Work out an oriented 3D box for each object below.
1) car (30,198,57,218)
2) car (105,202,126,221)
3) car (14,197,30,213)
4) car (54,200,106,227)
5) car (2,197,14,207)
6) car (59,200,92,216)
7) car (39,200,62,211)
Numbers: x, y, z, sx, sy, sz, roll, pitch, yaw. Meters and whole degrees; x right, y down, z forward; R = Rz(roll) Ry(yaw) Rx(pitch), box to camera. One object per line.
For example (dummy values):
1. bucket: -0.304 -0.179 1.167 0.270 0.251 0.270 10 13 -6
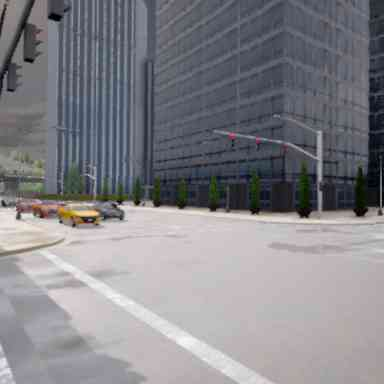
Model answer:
1. car: -13.605 1.495 31.679 2.097 1.767 4.553 1 0 -36
2. car: -7.496 1.686 29.198 1.837 1.490 4.892 1 0 -36
3. car: -19.449 1.498 39.754 2.097 1.767 4.553 1 -1 -36
4. car: -8.294 1.620 24.333 1.882 1.535 5.008 1 0 -36
5. car: -28.713 1.529 52.701 2.097 1.767 4.553 1 0 -36
6. car: -12.862 1.674 36.613 2.128 1.511 4.902 1 0 -36
7. car: -19.665 1.786 46.033 1.895 1.301 4.718 1 0 -36
